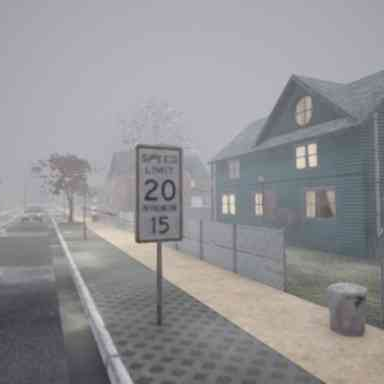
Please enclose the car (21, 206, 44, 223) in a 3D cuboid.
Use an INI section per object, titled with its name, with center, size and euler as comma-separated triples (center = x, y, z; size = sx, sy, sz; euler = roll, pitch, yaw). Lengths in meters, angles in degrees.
[car]
center = -16.137, 2.346, 33.661
size = 1.895, 1.301, 4.718
euler = 0, -1, -23
